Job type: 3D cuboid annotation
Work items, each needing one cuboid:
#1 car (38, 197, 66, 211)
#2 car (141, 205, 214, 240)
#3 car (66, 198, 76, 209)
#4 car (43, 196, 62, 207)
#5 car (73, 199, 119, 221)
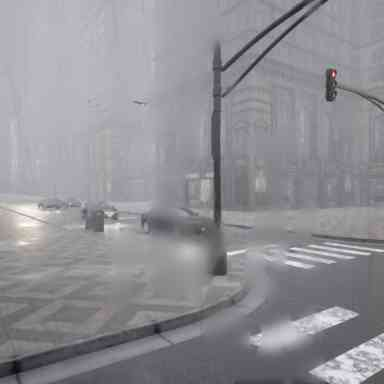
[{"bbox_3d":[-17.444,1.502,40.540,2.033,1.411,5.357,0,0,-35],"label":"car"},{"bbox_3d":[-0.871,1.470,17.226,1.882,1.535,5.008,0,0,-36],"label":"car"},{"bbox_3d":[-16.317,1.489,44.318,2.033,1.411,5.357,0,0,-35],"label":"car"},{"bbox_3d":[-21.957,1.446,52.133,1.812,1.442,4.674,0,0,-35],"label":"car"},{"bbox_3d":[-7.425,1.479,26.415,2.128,1.511,4.902,0,0,-35],"label":"car"}]
